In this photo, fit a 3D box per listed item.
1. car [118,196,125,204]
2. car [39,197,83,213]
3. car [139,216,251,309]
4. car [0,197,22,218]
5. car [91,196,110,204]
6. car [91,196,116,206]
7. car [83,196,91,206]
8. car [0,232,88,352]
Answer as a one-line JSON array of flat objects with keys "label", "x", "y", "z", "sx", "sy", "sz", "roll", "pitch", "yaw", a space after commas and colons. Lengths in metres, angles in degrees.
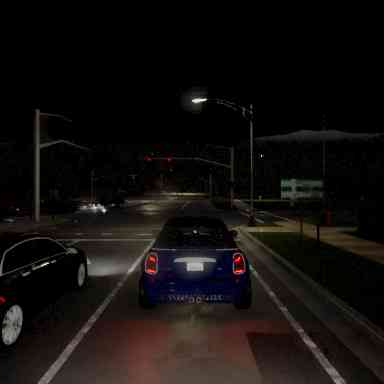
[{"label": "car", "x": -14.310, "y": 1.547, "z": 64.121, "sx": 2.033, "sy": 1.411, "sz": 5.357, "roll": 0, "pitch": 0, "yaw": 1}, {"label": "car", "x": -14.983, "y": 1.525, "z": 36.849, "sx": 4.674, "sy": 1.442, "sz": 1.812, "roll": 0, "pitch": 0, "yaw": 0}, {"label": "car", "x": 0.070, "y": 1.352, "z": 8.049, "sx": 2.097, "sy": 1.767, "sz": 4.553, "roll": 0, "pitch": 0, "yaw": 0}, {"label": "car", "x": -18.348, "y": 1.222, "z": 29.862, "sx": 5.566, "sy": 2.045, "sz": 2.150, "roll": 0, "pitch": 0, "yaw": 1}, {"label": "car", "x": -17.786, "y": 1.491, "z": 64.875, "sx": 2.128, "sy": 1.511, "sz": 4.902, "roll": 0, "pitch": 0, "yaw": 1}, {"label": "car", "x": -14.473, "y": 1.601, "z": 54.472, "sx": 1.895, "sy": 1.301, "sz": 4.718, "roll": 0, "pitch": 0, "yaw": 1}, {"label": "car", "x": -17.941, "y": 1.477, "z": 55.685, "sx": 1.882, "sy": 1.535, "sz": 5.008, "roll": 0, "pitch": 0, "yaw": 1}, {"label": "car", "x": -3.440, "y": 1.505, "z": 6.145, "sx": 1.837, "sy": 1.490, "sz": 4.892, "roll": 0, "pitch": 0, "yaw": 0}]
